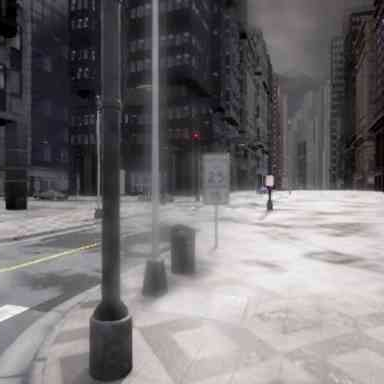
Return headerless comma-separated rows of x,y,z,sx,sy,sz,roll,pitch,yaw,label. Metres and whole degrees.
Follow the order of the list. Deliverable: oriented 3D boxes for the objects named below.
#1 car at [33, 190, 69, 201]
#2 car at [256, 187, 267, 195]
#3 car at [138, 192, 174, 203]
-18.683,0.473,44.078,4.902,1.511,2.128,0,0,19,car
15.020,-0.265,71.319,1.882,1.535,5.008,0,1,19,car
-4.199,0.626,38.938,4.181,1.385,1.994,0,0,23,car
